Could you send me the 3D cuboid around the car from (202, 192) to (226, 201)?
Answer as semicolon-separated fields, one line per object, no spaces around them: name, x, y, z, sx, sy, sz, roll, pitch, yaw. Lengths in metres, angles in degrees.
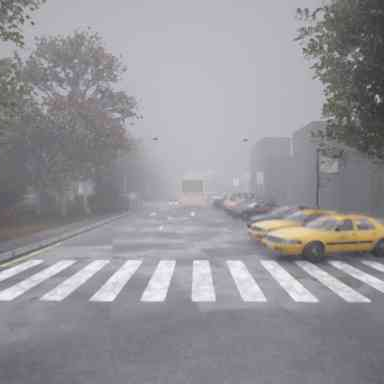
car;5.629;1.143;84.126;5.566;2.045;2.435;1;0;-20

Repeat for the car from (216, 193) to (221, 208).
car;5.415;1.288;36.062;4.553;1.767;2.185;1;0;-20

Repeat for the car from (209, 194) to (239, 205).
car;5.475;1.259;57.067;4.553;1.767;2.185;1;0;-20

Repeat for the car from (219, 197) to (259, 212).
car;5.324;1.457;30.041;4.792;1.488;2.163;1;0;-20

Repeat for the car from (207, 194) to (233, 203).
car;5.589;1.261;66.085;4.553;1.767;2.185;1;0;-20

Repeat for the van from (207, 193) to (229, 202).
van;5.690;1.164;72.134;4.442;1.987;1.878;1;0;-20

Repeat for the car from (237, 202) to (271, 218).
car;5.321;1.468;18.049;4.892;1.521;2.231;1;0;-20

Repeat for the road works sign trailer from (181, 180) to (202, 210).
road works sign trailer;0.083;0.382;40.784;2.380;3.560;2.880;0;0;0

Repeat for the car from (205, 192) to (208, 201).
car;5.448;1.137;51.053;5.566;2.045;2.435;1;0;-20

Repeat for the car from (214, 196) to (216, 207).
car;5.395;1.446;39.059;4.674;1.452;2.002;1;0;-20

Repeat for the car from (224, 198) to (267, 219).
car;5.342;1.477;27.050;4.674;1.452;2.002;1;0;-20

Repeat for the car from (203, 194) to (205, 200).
car;5.560;1.387;69.089;5.008;1.535;2.097;1;0;-20

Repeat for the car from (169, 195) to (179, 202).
car;-3.850;1.425;70.925;2.128;1.511;4.902;0;0;0

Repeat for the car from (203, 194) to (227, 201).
car;5.421;1.385;78.033;5.366;1.575;1.946;1;0;-20

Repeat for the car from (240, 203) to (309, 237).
car;5.134;1.472;14.985;5.366;1.575;1.946;1;0;-20

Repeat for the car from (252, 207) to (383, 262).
car;5.132;1.482;11.983;5.366;1.575;1.946;1;0;-20

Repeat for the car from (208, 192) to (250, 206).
car;5.406;1.149;42.037;5.566;2.045;2.435;1;0;-20

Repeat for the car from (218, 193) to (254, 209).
car;5.399;1.295;33.061;4.553;1.767;2.185;1;0;-20

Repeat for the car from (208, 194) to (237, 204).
car;5.492;1.259;60.069;4.553;1.767;2.185;1;0;-20
